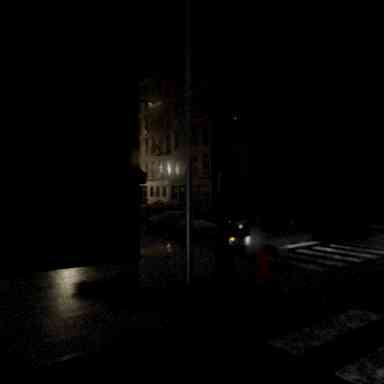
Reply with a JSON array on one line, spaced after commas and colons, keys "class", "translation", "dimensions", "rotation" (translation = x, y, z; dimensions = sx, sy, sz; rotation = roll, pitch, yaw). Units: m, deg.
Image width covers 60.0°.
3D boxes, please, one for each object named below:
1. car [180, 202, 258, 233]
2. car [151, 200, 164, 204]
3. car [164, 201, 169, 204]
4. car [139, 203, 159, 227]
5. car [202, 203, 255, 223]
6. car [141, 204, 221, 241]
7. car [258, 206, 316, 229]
[{"class": "car", "translation": [1.072, 1.497, 18.960], "dimensions": [2.128, 1.511, 4.902], "rotation": [0, 0, -35]}, {"class": "car", "translation": [-3.618, 1.509, 35.014], "dimensions": [1.752, 1.417, 4.829], "rotation": [0, 0, -35]}, {"class": "car", "translation": [-0.378, 1.547, 30.467], "dimensions": [1.947, 1.339, 4.313], "rotation": [0, 0, -35]}, {"class": "car", "translation": [-3.779, 1.574, 21.410], "dimensions": [2.008, 1.369, 4.403], "rotation": [0, 0, -35]}, {"class": "car", "translation": [2.762, 1.559, 26.059], "dimensions": [1.802, 1.307, 4.206], "rotation": [0, 0, -35]}, {"class": "car", "translation": [-0.540, 1.544, 16.863], "dimensions": [1.752, 1.417, 4.829], "rotation": [0, 0, -35]}, {"class": "car", "translation": [5.903, 1.539, 21.650], "dimensions": [1.947, 1.339, 4.313], "rotation": [0, 0, -35]}]
